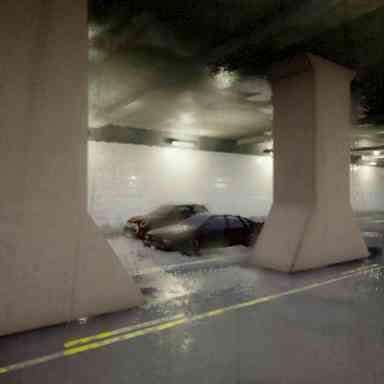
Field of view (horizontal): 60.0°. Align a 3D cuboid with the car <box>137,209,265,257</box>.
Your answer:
[{"bbox_3d":[0.805,1.550,13.166,5.357,1.411,2.033,0,0,-36],"label":"car"}]

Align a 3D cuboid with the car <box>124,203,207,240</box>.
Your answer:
[{"bbox_3d":[-0.988,1.354,16.186,4.553,1.767,2.097,0,0,-36],"label":"car"}]
